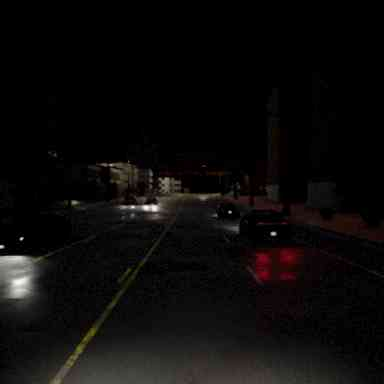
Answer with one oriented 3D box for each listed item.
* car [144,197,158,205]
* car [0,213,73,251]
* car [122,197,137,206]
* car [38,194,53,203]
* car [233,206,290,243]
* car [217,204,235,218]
[{"bbox_3d":[-7.064,1.557,57.876,1.895,1.301,4.718,0,2,1],"label":"car"},{"bbox_3d":[-7.107,1.685,15.073,2.033,1.411,5.357,0,-1,0],"label":"car"},{"bbox_3d":[-10.574,1.516,56.626,1.812,1.442,4.674,0,2,0],"label":"car"},{"bbox_3d":[-25.997,1.097,58.385,1.970,1.475,3.806,0,2,0],"label":"car"},{"bbox_3d":[3.594,1.648,17.073,2.128,1.511,4.902,0,-1,0],"label":"car"},{"bbox_3d":[3.589,1.847,33.383,1.994,1.385,4.181,0,0,0],"label":"car"}]
